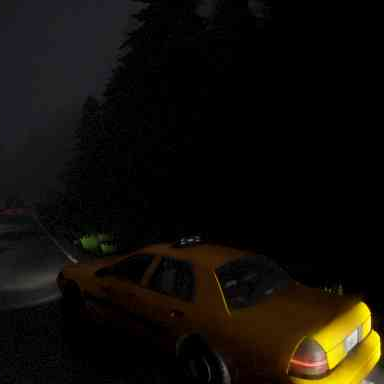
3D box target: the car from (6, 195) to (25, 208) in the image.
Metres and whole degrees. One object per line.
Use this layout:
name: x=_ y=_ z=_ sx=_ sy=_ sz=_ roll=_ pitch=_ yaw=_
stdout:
car: x=-21.208 y=1.058 z=40.010 sx=2.128 sy=1.511 sz=4.902 roll=-2 pitch=2 yaw=-27

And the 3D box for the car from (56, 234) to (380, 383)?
car: x=-0.256 y=1.418 z=5.070 sx=5.366 sy=1.575 sz=1.801 roll=1 pitch=1 yaw=44
